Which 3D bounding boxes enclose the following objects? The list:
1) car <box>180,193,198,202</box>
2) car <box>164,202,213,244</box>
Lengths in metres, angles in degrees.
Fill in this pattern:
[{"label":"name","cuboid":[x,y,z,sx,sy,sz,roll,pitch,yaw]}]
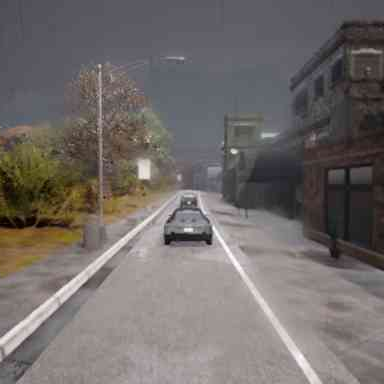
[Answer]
[{"label":"car","cuboid":[-0.306,0.846,35.648,1.812,1.442,4.674,0,2,0]},{"label":"car","cuboid":[-0.163,1.375,14.701,1.994,1.385,4.181,0,1,-1]}]
